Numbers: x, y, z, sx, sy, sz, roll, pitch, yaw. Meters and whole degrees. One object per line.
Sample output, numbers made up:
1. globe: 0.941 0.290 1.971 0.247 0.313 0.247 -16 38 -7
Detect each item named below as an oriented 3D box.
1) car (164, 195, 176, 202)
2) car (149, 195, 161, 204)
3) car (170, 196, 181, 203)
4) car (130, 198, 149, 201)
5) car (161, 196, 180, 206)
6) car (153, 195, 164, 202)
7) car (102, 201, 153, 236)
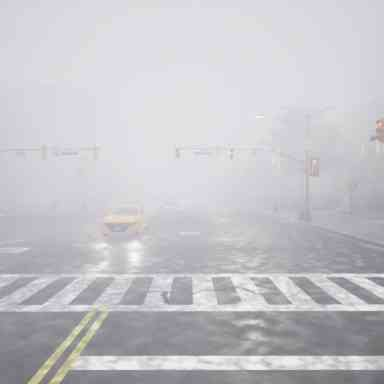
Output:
1. car: -5.274 1.552 79.832 1.994 1.385 4.181 0 0 -18
2. car: -6.985 1.505 62.455 1.837 1.490 4.892 0 0 0
3. car: -3.449 1.548 69.183 2.033 1.411 5.357 0 0 1
4. car: -7.017 1.525 42.021 1.812 1.442 4.674 0 0 0
5. car: -3.491 1.547 55.854 2.033 1.411 5.357 0 0 0
6. car: -7.681 1.525 75.310 2.128 1.511 4.902 0 0 -10
7. car: -3.564 1.477 18.493 1.882 1.535 5.008 0 0 0
